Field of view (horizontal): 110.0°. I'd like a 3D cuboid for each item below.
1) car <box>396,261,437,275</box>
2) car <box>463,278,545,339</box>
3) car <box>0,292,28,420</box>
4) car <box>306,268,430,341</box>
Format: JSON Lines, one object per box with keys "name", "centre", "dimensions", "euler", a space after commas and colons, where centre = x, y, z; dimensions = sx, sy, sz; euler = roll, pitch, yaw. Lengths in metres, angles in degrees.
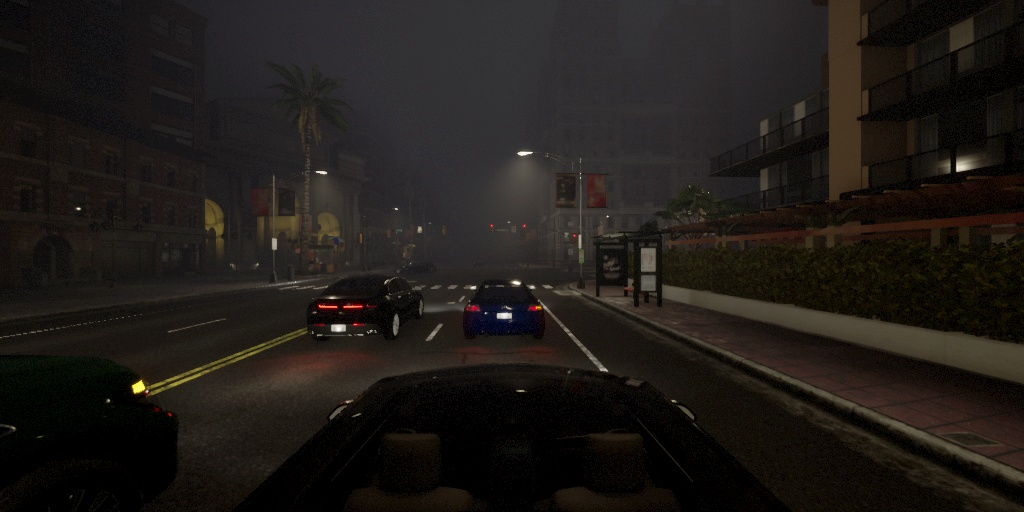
{"name": "car", "centre": [-9.625, 1.243, 36.035], "dimensions": [2.128, 1.511, 4.902], "euler": [0, 0, 28]}
{"name": "car", "centre": [-0.242, 1.314, 10.062], "dimensions": [1.994, 1.385, 4.181], "euler": [0, 0, -2]}
{"name": "car", "centre": [-7.075, 1.228, 2.082], "dimensions": [1.882, 1.535, 5.008], "euler": [0, 0, -2]}
{"name": "car", "centre": [-3.731, 1.255, 9.904], "dimensions": [1.837, 1.490, 4.892], "euler": [0, 0, -3]}
